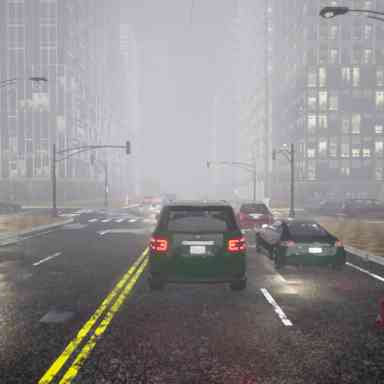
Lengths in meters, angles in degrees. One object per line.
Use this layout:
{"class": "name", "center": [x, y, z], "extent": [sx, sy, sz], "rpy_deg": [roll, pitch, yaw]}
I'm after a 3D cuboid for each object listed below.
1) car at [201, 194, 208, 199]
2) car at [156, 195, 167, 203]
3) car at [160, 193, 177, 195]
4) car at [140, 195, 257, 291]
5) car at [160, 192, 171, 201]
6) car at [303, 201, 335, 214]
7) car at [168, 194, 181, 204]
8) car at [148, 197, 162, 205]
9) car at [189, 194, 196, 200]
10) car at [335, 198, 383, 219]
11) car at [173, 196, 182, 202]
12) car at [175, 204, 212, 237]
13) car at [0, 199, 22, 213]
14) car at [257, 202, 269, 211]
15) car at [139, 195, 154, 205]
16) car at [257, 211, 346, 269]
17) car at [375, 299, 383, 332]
{"class": "car", "center": [3.438, 1.215, 91.619], "extent": [1.882, 1.535, 5.008], "rpy_deg": [0, 0, 0]}
{"class": "car", "center": [-6.359, 1.417, 69.187], "extent": [1.882, 1.535, 5.008], "rpy_deg": [0, 0, 0]}
{"class": "car", "center": [-3.258, 1.183, 51.726], "extent": [2.150, 2.045, 5.566], "rpy_deg": [0, 0, -1]}
{"class": "car", "center": [0.120, 1.217, 9.170], "extent": [2.150, 2.045, 5.566], "rpy_deg": [0, 0, 0]}
{"class": "car", "center": [-6.338, 1.150, 79.757], "extent": [2.150, 2.045, 5.566], "rpy_deg": [0, 0, 0]}
{"class": "car", "center": [15.023, 1.645, 36.175], "extent": [5.357, 1.411, 2.033], "rpy_deg": [1, 1, 0]}
{"class": "car", "center": [-3.188, 1.302, 61.537], "extent": [2.097, 1.767, 4.553], "rpy_deg": [0, 0, 0]}
{"class": "car", "center": [-6.452, 1.554, 58.933], "extent": [1.895, 1.301, 4.718], "rpy_deg": [0, 0, 0]}
{"class": "car", "center": [0.190, 1.427, 92.877], "extent": [1.812, 1.442, 4.674], "rpy_deg": [0, 0, 0]}
{"class": "car", "center": [16.263, 1.517, 30.386], "extent": [5.009, 1.841, 2.192], "rpy_deg": [1, 0, 1]}
{"class": "car", "center": [-3.105, 1.532, 71.590], "extent": [1.895, 1.301, 4.718], "rpy_deg": [0, 0, 0]}
{"class": "car", "center": [0.135, 1.515, 18.852], "extent": [1.812, 1.442, 4.674], "rpy_deg": [0, 0, 2]}
{"class": "car", "center": [-19.572, 1.404, 33.638], "extent": [4.181, 1.385, 1.994], "rpy_deg": [1, 1, 1]}
{"class": "car", "center": [3.390, 1.341, 19.711], "extent": [2.097, 1.767, 4.553], "rpy_deg": [0, 0, 0]}
{"class": "car", "center": [-6.521, 1.315, 49.943], "extent": [2.097, 1.767, 4.553], "rpy_deg": [0, 0, 1]}
{"class": "car", "center": [3.373, 1.558, 11.097], "extent": [1.994, 1.385, 4.181], "rpy_deg": [0, 0, 0]}
{"class": "car", "center": [3.355, 1.600, 2.272], "extent": [1.895, 1.301, 4.718], "rpy_deg": [0, 0, 0]}
